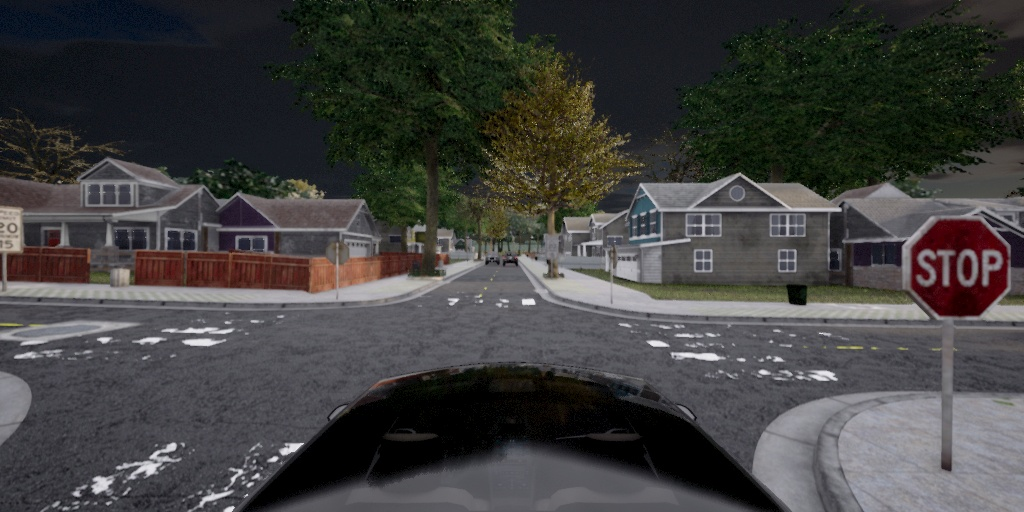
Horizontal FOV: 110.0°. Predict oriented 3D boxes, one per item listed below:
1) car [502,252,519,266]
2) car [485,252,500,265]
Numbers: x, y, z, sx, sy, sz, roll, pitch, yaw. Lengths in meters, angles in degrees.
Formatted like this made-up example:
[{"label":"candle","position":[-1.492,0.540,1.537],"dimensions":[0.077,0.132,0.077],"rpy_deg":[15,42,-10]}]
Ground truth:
[{"label":"car","position":[-0.227,0.375,51.325],"dimensions":[2.150,2.045,5.566],"rpy_deg":[0,1,0]},{"label":"car","position":[-2.999,0.315,56.258],"dimensions":[2.150,2.045,5.566],"rpy_deg":[0,1,0]}]
